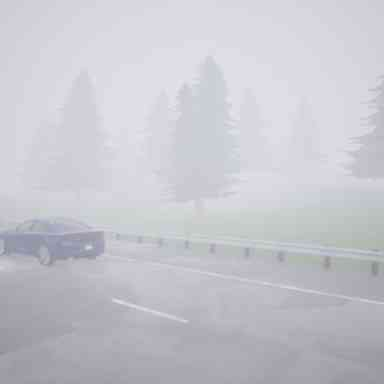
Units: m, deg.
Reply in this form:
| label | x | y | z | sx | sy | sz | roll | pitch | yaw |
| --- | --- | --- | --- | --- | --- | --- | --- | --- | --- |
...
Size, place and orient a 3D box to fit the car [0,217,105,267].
| label | x | y | z | sx | sy | sz | roll | pitch | yaw |
| --- | --- | --- | --- | --- | --- | --- | --- | --- | --- |
| car | -5.331 | 1.656 | 12.298 | 5.008 | 1.535 | 1.882 | 0 | -1 | 37 |
